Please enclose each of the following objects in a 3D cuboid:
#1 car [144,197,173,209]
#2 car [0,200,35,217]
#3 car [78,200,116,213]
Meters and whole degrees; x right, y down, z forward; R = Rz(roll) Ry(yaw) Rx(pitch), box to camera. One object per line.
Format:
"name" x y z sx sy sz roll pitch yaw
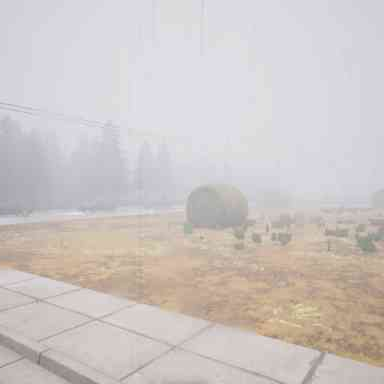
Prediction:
"car" -4.574 1.532 46.051 1.837 1.490 4.892 0 0 36
"car" -16.671 1.518 29.741 2.128 1.511 4.902 0 0 37
"car" -10.727 1.591 37.768 1.994 1.385 4.181 0 0 36
